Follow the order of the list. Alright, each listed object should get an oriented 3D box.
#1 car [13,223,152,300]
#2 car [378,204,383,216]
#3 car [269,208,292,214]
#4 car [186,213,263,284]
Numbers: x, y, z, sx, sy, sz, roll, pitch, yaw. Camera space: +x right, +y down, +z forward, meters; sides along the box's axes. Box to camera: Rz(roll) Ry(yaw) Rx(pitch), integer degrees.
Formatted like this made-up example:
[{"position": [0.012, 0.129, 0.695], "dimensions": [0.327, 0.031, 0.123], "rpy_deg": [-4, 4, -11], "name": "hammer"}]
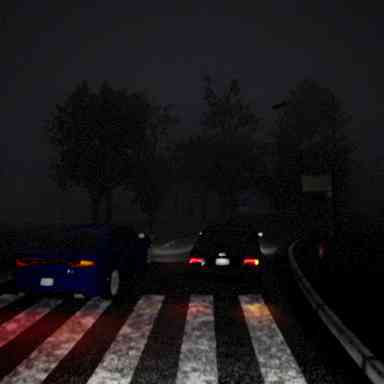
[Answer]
[{"position": [-2.404, 1.537, 8.649], "dimensions": [1.882, 1.535, 5.008], "rpy_deg": [-1, 0, 7], "name": "car"}, {"position": [24.667, 2.235, 41.552], "dimensions": [1.837, 1.490, 4.892], "rpy_deg": [-1, -2, 21], "name": "car"}, {"position": [18.878, 4.175, 70.959], "dimensions": [4.892, 1.490, 1.837], "rpy_deg": [-4, -6, 41], "name": "car"}, {"position": [1.078, 1.574, 9.714], "dimensions": [2.033, 1.411, 5.357], "rpy_deg": [-1, 0, 10], "name": "car"}]
